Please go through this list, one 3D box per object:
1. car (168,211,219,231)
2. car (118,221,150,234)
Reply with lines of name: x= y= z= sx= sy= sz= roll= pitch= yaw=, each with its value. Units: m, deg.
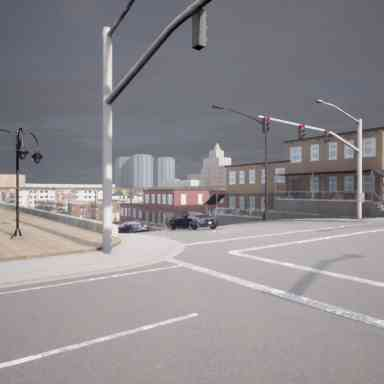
car: x=0.033 y=2.054 z=24.149 sx=1.994 sy=1.385 sz=4.181 roll=0 pitch=-4 yaw=-36
car: x=-5.838 y=3.506 z=32.128 sx=1.812 sy=1.442 sz=4.674 roll=0 pitch=-12 yaw=-37
